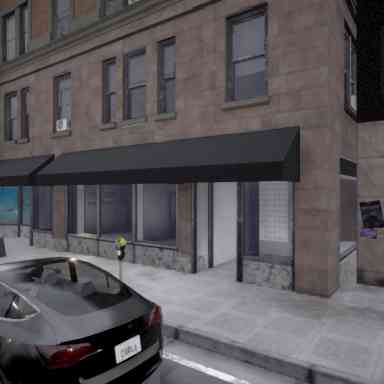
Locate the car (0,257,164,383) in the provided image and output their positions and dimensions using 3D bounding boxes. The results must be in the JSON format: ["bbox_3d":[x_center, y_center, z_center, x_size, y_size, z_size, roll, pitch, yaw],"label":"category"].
[{"bbox_3d":[-2.314,1.566,4.451,4.313,1.339,1.947,0,0,35],"label":"car"}]
